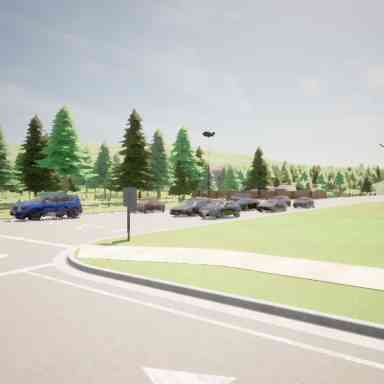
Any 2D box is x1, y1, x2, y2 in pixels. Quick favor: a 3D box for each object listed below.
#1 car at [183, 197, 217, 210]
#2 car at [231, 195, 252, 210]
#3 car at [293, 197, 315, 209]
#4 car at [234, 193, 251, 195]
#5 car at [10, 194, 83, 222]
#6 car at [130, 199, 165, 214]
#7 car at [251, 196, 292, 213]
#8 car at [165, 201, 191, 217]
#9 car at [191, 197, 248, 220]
[{"bbox_3d":[1.198,1.492,44.501,2.128,1.511,4.902,0,0,36],"label":"car"},{"bbox_3d":[6.496,1.478,39.889,1.882,1.535,5.008,0,0,36],"label":"car"},{"bbox_3d":[15.651,1.506,46.409,1.837,1.490,4.892,0,0,37],"label":"car"},{"bbox_3d":[7.751,1.219,53.368,2.150,2.045,5.566,0,0,36],"label":"car"},{"bbox_3d":[-11.620,1.223,27.034,2.150,2.045,5.566,0,0,36],"label":"car"},{"bbox_3d":[-4.811,1.525,36.296,1.812,1.442,4.674,0,0,36],"label":"car"},{"bbox_3d":[9.098,1.548,37.525,2.033,1.411,5.357,0,0,36],"label":"car"},{"bbox_3d":[0.207,1.548,31.321,2.033,1.411,5.357,0,0,36],"label":"car"},{"bbox_3d":[2.446,1.492,28.455,2.128,1.511,4.902,0,0,36],"label":"car"}]
